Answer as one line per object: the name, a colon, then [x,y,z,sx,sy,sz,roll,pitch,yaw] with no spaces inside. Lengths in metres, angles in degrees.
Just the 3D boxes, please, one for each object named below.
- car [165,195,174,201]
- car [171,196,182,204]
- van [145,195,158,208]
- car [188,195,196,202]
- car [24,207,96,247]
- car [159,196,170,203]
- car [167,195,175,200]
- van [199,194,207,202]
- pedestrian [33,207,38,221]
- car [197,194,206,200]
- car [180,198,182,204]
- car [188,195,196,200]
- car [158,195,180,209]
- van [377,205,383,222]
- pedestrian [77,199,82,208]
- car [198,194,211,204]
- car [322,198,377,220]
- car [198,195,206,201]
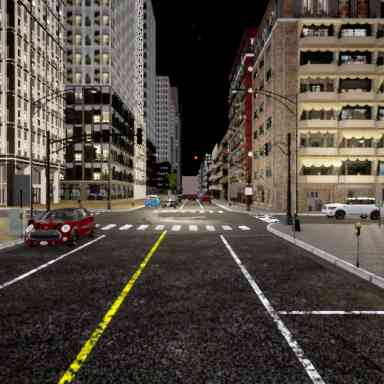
car: [-5.736,1.478,86.123,1.967,1.590,4.097,0,0,0]
car: [-3.068,1.586,65.664,1.994,1.385,4.181,0,0,1]
van: [-5.716,1.351,47.267,1.690,1.788,3.998,0,0,0]
car: [-0.036,1.500,76.349,1.882,1.535,5.008,0,0,0]
car: [-5.699,1.441,14.793,1.967,1.590,4.097,0,0,0]
car: [-5.727,1.550,69.300,1.752,1.417,4.829,0,0,0]
car: [-5.739,1.569,91.504,1.752,1.417,4.829,0,0,0]
van: [2.647,1.374,80.578,1.690,1.788,3.998,0,0,0]
pedestrian: [-9.235,1.423,19.521,0.375,1.300,0.375,0,0,0]
car: [2.641,1.358,91.679,2.192,1.841,5.009,0,0,0]
car: [-3.117,1.507,55.657,2.128,1.511,4.902,0,0,0]
car: [-0.043,1.484,86.801,1.895,1.301,4.718,0,0,0]
car: [-3.121,1.501,46.198,2.128,1.511,4.902,0,0,0]
van: [16.917,1.705,25.537,3.998,1.788,1.690,1,-1,0]
pedestrian: [-6.819,1.294,20.127,0.375,1.860,0.375,0,0,0]
car: [2.656,1.336,63.925,2.192,1.841,5.009,0,0,0]
car: [15.270,1.546,31.465,5.566,2.045,2.150,1,0,-2]
car: [2.645,1.589,86.128,2.008,1.369,4.403,0,0,0]
